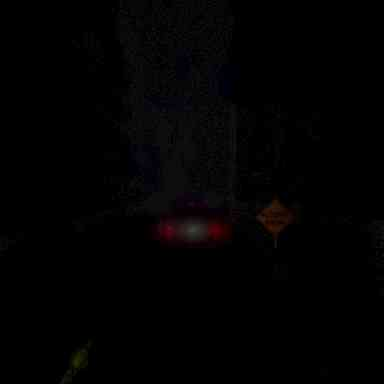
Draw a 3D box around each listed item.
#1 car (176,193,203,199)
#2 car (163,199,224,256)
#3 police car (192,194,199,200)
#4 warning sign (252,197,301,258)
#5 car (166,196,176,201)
[{"bbox_3d":[0.054,1.184,27.910,2.150,2.045,5.566,0,0,0],"label":"car"},{"bbox_3d":[0.060,1.334,13.194,2.097,1.767,4.553,0,0,0],"label":"car"},{"bbox_3d":[0.860,1.361,90.930,1.930,1.638,5.238,0,0,0],"label":"police car"},{"bbox_3d":[2.712,1.100,10.819,1.300,1.860,1.060,0,0,0],"label":"warning sign"},{"bbox_3d":[-3.093,1.402,52.869,1.882,1.535,5.008,0,0,0],"label":"car"}]
